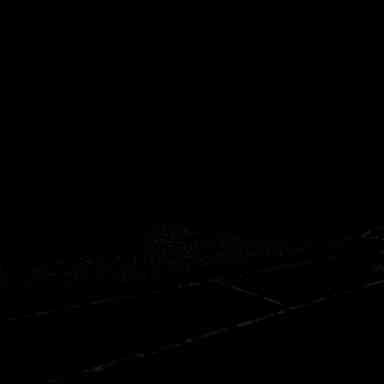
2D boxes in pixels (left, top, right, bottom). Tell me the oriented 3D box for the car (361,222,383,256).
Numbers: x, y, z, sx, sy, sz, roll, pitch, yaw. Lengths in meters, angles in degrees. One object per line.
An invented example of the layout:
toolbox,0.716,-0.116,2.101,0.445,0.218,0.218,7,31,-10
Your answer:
car,8.081,1.530,12.419,4.097,1.590,1.967,0,-1,-35
